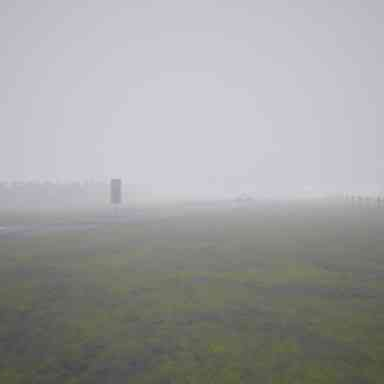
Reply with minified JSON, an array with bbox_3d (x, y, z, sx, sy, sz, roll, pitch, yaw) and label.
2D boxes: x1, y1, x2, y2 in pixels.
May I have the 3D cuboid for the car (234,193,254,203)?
[{"bbox_3d":[8.652,0.901,55.248,2.097,1.767,4.553,-1,0,31],"label":"car"}]
